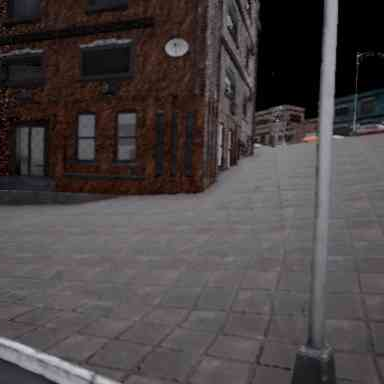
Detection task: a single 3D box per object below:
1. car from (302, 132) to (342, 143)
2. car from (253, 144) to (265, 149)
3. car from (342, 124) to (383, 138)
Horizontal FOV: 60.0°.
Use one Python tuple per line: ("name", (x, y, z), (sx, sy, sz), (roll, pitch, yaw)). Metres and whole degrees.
("car", (13.573, -5.376, 34.216), (2.185, 1.767, 4.553), (1, 2, -29))
("car", (8.239, -5.630, 43.853), (2.231, 1.521, 4.892), (1, 2, -29))
("car", (16.243, -5.180, 29.388), (2.185, 1.767, 4.553), (1, 2, -29))
